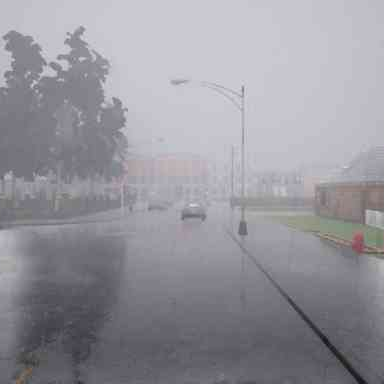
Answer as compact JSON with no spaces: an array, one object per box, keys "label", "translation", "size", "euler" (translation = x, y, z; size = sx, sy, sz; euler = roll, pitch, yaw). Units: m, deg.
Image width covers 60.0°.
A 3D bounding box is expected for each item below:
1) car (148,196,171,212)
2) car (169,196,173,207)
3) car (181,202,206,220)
[{"label":"car","translation":[-4.035,1.547,39.743],"size":[2.033,1.411,5.357],"euler":[0,0,0]},{"label":"car","translation":[-3.986,1.352,49.891],"size":[2.097,1.767,4.553],"euler":[0,0,1]},{"label":"car","translation":[0.139,1.564,28.282],"size":[1.994,1.385,4.181],"euler":[0,0,1]}]
